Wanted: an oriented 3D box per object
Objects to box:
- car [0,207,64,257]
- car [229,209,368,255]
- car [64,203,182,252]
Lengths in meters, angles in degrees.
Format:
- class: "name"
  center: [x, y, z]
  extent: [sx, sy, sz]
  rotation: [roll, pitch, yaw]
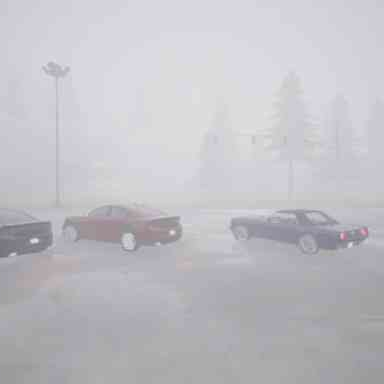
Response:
- class: "car"
  center: [-6.661, 1.193, 10.400]
  extent: [5.008, 1.535, 1.882]
  rotation: [1, 1, 25]
- class: "car"
  center: [3.500, 1.270, 11.916]
  extent: [1.895, 1.301, 4.718]
  rotation: [-1, 2, -37]
- class: "car"
  center: [-2.697, 1.140, 12.268]
  extent: [5.008, 1.535, 1.882]
  rotation: [1, 1, 34]
